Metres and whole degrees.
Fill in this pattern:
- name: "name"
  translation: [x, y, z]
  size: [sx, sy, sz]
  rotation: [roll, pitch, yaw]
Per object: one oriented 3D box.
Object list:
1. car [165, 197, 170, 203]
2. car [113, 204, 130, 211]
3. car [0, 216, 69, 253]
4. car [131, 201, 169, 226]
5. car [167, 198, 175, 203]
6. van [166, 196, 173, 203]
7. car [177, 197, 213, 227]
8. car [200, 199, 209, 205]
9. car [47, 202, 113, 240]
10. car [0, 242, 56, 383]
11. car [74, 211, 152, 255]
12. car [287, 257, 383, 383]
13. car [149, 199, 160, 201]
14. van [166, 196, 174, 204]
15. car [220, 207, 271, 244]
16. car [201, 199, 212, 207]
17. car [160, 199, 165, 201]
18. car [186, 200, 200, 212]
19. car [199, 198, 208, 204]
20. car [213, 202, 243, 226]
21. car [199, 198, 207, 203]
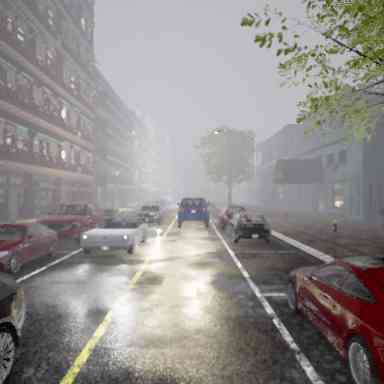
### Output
- name: "car"
  translation: [-5.686, 2.005, 61.884]
  size: [1.947, 1.339, 4.313]
  rotation: [0, 0, 0]
- name: "car"
  translation: [-5.689, 1.710, 22.009]
  size: [1.947, 1.339, 4.313]
  rotation: [0, 0, 0]
- name: "car"
  translation: [-5.691, 1.649, 10.615]
  size: [1.802, 1.307, 4.206]
  rotation: [0, 0, 0]
- name: "car"
  translation: [-3.061, 1.668, 25.111]
  size: [1.837, 1.490, 4.892]
  rotation: [0, 0, 0]
- name: "car"
  translation: [-5.683, 2.262, 90.368]
  size: [1.802, 1.307, 4.206]
  rotation: [0, 0, 0]
- name: "van"
  translation: [-5.685, 1.971, 84.673]
  size: [1.690, 1.788, 3.998]
  rotation: [0, 0, 0]
- name: "car"
  translation: [0.103, 1.380, 24.347]
  size: [2.150, 2.045, 5.566]
  rotation: [0, -1, 0]
- name: "car"
  translation: [2.696, 2.114, 73.274]
  size: [1.802, 1.307, 4.206]
  rotation: [0, 0, 0]
- name: "car"
  translation: [-5.690, 1.420, 16.313]
  size: [2.192, 1.841, 5.009]
  rotation: [0, 0, 0]
- name: "car"
  translation: [-3.086, 1.508, 2.389]
  size: [2.128, 1.511, 4.902]
  rotation: [0, 0, 0]
- name: "car"
  translation: [-3.049, 1.690, 13.907]
  size: [1.895, 1.301, 4.718]
  rotation: [0, 0, 0]
- name: "car"
  translation: [2.689, 1.613, 4.916]
  size: [1.802, 1.307, 4.206]
  rotation: [0, 0, 0]
- name: "car"
  translation: [-5.688, 1.832, 44.625]
  size: [1.752, 1.417, 4.829]
  rotation: [0, 0, 0]
- name: "van"
  translation: [-5.685, 1.922, 78.977]
  size: [1.690, 1.788, 3.998]
  rotation: [0, 0, 0]
- name: "car"
  translation: [2.691, 1.656, 16.309]
  size: [2.008, 1.369, 4.403]
  rotation: [0, 0, 0]
- name: "car"
  translation: [2.695, 1.984, 61.881]
  size: [1.887, 1.381, 4.507]
  rotation: [0, 0, 0]
- name: "car"
  translation: [-5.687, 1.895, 50.492]
  size: [1.887, 1.381, 4.507]
  rotation: [0, 0, 0]
- name: "car"
  translation: [0.105, 1.835, 44.905]
  size: [1.812, 1.442, 4.674]
  rotation: [0, 0, 0]
- name: "car"
  translation: [2.696, 2.126, 78.971]
  size: [1.887, 1.381, 4.507]
  rotation: [0, 0, 0]
- name: "car"
  translation: [2.691, 1.584, 22.006]
  size: [1.967, 1.590, 4.097]
  rotation: [0, 0, 0]
- name: "car"
  translation: [2.697, 2.196, 84.667]
  size: [1.947, 1.339, 4.313]
  rotation: [0, 0, 0]
